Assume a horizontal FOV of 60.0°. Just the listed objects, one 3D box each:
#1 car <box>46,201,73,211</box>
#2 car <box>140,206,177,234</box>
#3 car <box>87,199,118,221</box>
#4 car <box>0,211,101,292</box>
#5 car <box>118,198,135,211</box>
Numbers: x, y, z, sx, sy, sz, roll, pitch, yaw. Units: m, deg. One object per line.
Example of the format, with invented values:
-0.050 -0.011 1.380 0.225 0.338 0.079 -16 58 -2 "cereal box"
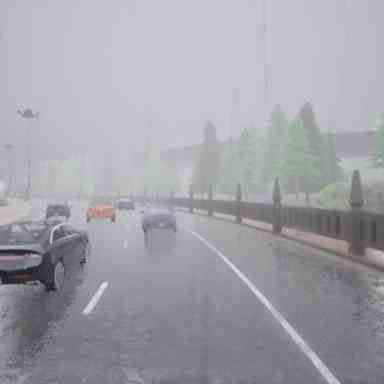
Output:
-11.641 1.528 29.223 1.837 1.490 4.892 0 0 -17 "car"
-2.002 1.517 19.411 1.812 1.442 4.674 0 0 -11 "car"
-7.352 1.359 26.976 2.097 1.767 4.553 0 0 -14 "car"
-4.032 1.500 8.828 2.128 1.511 4.902 0 0 -5 "car"
-8.333 1.476 40.601 1.882 1.535 5.008 0 0 -22 "car"
